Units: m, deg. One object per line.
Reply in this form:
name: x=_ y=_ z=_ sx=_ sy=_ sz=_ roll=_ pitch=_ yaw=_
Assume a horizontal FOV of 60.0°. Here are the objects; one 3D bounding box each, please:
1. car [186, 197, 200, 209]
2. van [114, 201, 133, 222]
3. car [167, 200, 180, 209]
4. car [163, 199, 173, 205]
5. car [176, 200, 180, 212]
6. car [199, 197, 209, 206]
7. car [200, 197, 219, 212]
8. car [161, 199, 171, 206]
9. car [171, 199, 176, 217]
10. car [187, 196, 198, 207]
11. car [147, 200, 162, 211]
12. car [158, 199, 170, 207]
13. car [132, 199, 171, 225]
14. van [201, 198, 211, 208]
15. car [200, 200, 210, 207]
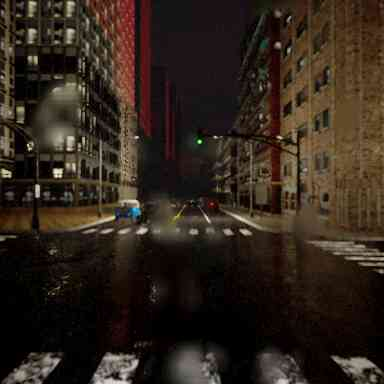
car: x=0.062 y=2.090 z=57.009 sx=2.128 sy=1.511 sz=4.902 roll=0 pitch=-1 yaw=0
van: x=-5.712 y=1.647 z=29.566 sx=1.690 sy=1.788 sz=3.998 roll=0 pitch=-1 yaw=0
car: x=-3.040 y=2.064 z=55.959 sx=1.882 sy=1.535 sz=5.008 roll=0 pitch=-1 yaw=0
car: x=-5.750 y=2.394 z=79.519 sx=2.008 sy=1.369 sz=4.403 roll=0 pitch=-1 yaw=0
car: x=-3.084 y=1.827 z=45.517 sx=2.097 sy=1.767 sz=4.553 roll=0 pitch=-1 yaw=0
car: x=2.634 y=2.097 z=73.978 sx=2.192 sy=1.841 sz=5.009 roll=0 pitch=-1 yaw=0
car: x=2.655 y=1.797 z=46.226 sx=2.192 sy=1.841 sz=5.009 roll=0 pitch=-1 yaw=0
car: x=-5.746 y=2.306 z=73.799 sx=1.752 sy=1.417 sz=4.829 roll=0 pitch=-1 yaw=0
car: x=-3.114 y=1.722 z=35.625 sx=2.097 sy=1.767 sz=4.553 roll=0 pitch=-1 yaw=0
car: x=0.033 y=1.952 z=69.184 sx=2.150 sy=2.045 sz=5.566 roll=0 pitch=-1 yaw=0
car: x=-5.729 y=2.065 z=51.597 sx=1.752 sy=1.417 sz=4.829 roll=0 pitch=-1 yaw=0
car: x=-5.742 y=2.162 z=68.419 sx=1.967 sy=1.590 sz=4.097 roll=0 pitch=-1 yaw=0
car: x=-3.149 y=1.629 z=26.837 sx=2.097 sy=1.767 sz=4.553 roll=0 pitch=-1 yaw=1
van: x=2.643 y=2.002 z=62.877 sx=1.690 sy=1.788 sz=3.998 roll=0 pitch=-1 yaw=0
car: x=2.639 y=2.272 z=68.425 sx=2.008 sy=1.369 sz=4.403 roll=0 pitch=-1 yaw=0
